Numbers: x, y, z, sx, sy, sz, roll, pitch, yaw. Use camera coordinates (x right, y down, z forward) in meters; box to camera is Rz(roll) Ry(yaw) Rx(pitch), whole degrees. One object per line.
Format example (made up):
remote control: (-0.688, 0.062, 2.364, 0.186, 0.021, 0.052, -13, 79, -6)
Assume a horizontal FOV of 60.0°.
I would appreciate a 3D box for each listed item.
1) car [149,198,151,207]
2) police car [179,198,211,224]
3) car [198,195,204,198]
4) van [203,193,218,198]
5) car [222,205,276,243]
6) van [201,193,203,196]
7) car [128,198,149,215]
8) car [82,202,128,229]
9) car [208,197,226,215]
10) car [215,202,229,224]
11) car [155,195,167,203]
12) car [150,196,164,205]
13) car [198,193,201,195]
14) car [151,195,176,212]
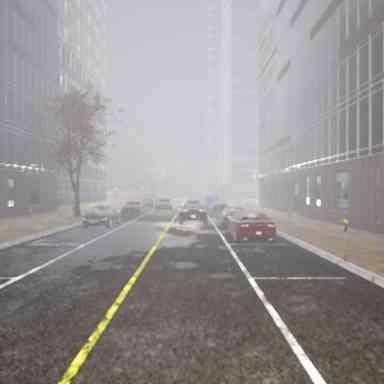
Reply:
car: (-5.697, 1.448, 44.119, 1.947, 1.339, 4.313, 0, 0, 0)
police car: (0.095, 1.457, 24.653, 2.038, 1.542, 4.974, 0, 0, 0)
car: (0.092, 1.456, 42.244, 1.994, 1.385, 4.181, 0, 0, 0)
van: (2.685, 1.223, 44.120, 1.690, 1.788, 3.998, 0, 0, 0)
car: (2.687, 1.516, 15.617, 1.887, 1.381, 4.507, 0, 0, 0)
van: (2.765, 1.154, 55.517, 1.690, 1.788, 3.998, 0, 0, 0)
car: (-5.697, 1.478, 32.715, 1.887, 1.381, 4.507, 0, 0, 0)
car: (-5.695, 1.512, 21.314, 2.008, 1.369, 4.403, 0, 0, 0)
car: (2.684, 1.483, 32.716, 2.008, 1.369, 4.403, 0, 0, 0)
car: (2.686, 1.543, 21.315, 1.802, 1.307, 4.206, 0, 0, 0)
car: (-5.828, 1.292, 62.749, 1.752, 1.417, 4.829, 0, 0, 0)
car: (-5.779, 1.379, 55.515, 1.947, 1.339, 4.313, 0, 0, 0)
car: (2.676, 1.012, 93.642, 1.967, 1.590, 4.097, 0, 0, 0)
car: (-3.102, 1.391, 37.794, 1.882, 1.535, 5.008, 0, 0, 0)
